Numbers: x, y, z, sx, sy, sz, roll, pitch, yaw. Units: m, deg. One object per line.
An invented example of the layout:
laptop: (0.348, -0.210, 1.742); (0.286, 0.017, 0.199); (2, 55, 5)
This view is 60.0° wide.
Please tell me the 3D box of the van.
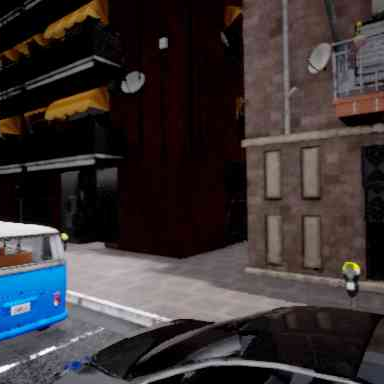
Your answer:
van: (-3.844, 1.371, 5.635); (3.998, 1.788, 1.690); (0, -1, 36)

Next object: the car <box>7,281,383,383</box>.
car: (0.769, 1.569, 2.352); (4.313, 1.339, 1.947); (0, -1, 36)
